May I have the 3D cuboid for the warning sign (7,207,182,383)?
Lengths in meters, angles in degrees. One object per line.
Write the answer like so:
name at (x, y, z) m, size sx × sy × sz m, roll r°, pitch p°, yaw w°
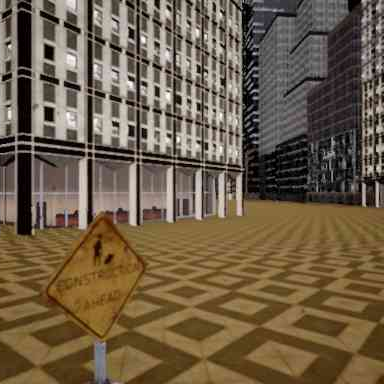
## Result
warning sign at (-0.918, 1.120, 3.318) m, size 1.060 × 1.860 × 1.300 m, roll 0°, pitch 0°, yaw 35°
